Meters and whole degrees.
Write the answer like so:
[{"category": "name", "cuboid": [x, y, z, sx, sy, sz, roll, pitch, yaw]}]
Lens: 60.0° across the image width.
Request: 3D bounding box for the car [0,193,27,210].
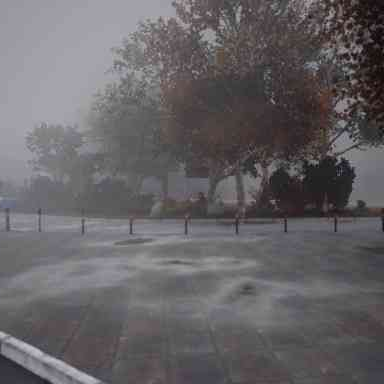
[{"category": "car", "cuboid": [-20.975, 1.248, 37.521, 2.185, 1.767, 4.553, 1, 1, 34]}]
